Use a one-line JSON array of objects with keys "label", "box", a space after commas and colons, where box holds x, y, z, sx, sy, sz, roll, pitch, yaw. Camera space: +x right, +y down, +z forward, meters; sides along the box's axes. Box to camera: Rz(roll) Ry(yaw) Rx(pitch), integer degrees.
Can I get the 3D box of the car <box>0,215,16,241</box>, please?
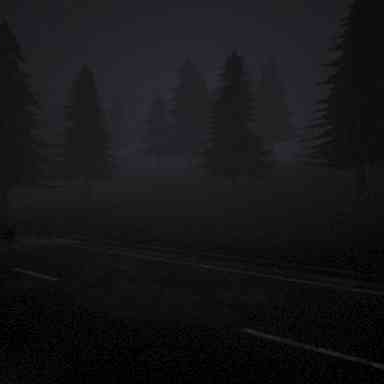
[{"label": "car", "box": [-10.018, 1.550, 15.440, 4.181, 1.385, 1.994, 0, 0, 36]}]
